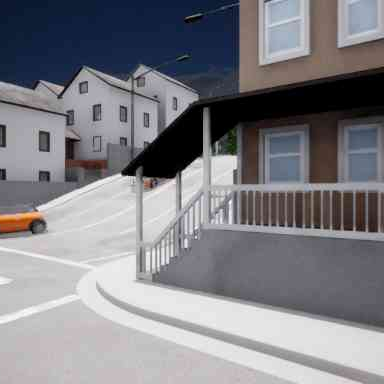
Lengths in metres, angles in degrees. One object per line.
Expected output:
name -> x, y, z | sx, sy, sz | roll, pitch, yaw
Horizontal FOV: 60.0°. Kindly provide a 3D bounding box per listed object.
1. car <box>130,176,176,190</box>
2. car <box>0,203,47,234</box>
car -> -3.148, -1.570, 27.604 | 2.097, 1.767, 4.553 | 0, 19, 34
car -> -10.200, 1.441, 17.548 | 2.097, 1.767, 4.553 | 0, 1, 38
